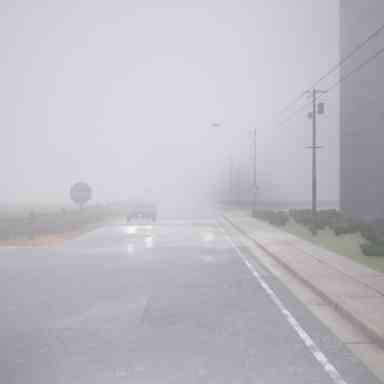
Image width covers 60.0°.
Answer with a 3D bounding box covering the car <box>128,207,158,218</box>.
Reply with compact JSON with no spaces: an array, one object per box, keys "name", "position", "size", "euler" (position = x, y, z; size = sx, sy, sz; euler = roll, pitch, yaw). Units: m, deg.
[{"name":"car","position":[-3.512,1.380,24.328],"size":[1.994,1.385,4.181],"euler":[0,0,0]}]
